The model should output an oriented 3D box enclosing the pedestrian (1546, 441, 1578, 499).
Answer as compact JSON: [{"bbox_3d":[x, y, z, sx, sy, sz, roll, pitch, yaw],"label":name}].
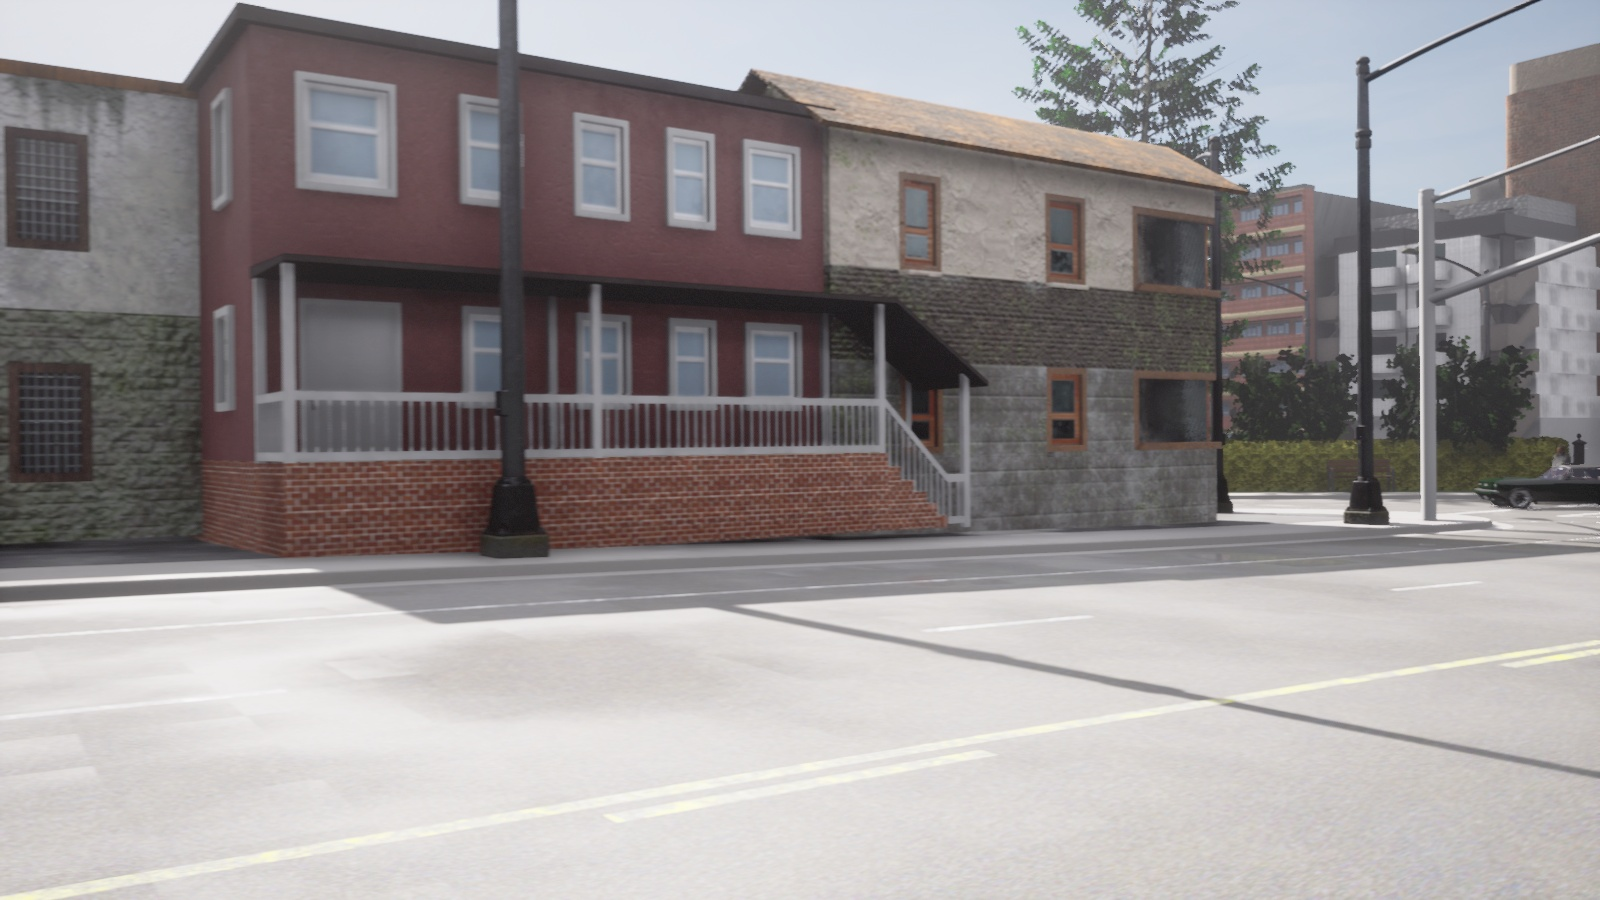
[{"bbox_3d":[24.300,0.631,40.066,0.694,1.848,0.540,-1,0,-19],"label":"pedestrian"}]

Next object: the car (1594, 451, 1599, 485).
[{"bbox_3d":[33.858,0.728,51.056,1.481,1.376,2.207,-1,0,-34],"label":"car"}]

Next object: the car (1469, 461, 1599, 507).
[{"bbox_3d":[22.964,1.006,37.691,4.718,1.301,1.895,-1,0,12],"label":"car"}]
